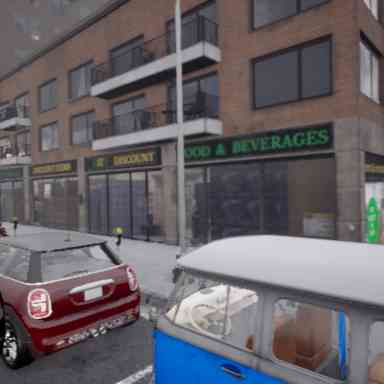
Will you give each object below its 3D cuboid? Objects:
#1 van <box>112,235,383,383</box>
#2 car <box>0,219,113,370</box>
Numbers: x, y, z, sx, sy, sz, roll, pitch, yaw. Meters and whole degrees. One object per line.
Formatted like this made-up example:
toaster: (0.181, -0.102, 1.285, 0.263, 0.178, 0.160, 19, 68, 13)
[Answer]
van: (1.433, 1.277, 2.058, 3.998, 1.788, 1.690, -1, 1, 42)
car: (-2.793, 1.430, 5.836, 4.097, 1.590, 1.967, -1, 1, 42)
